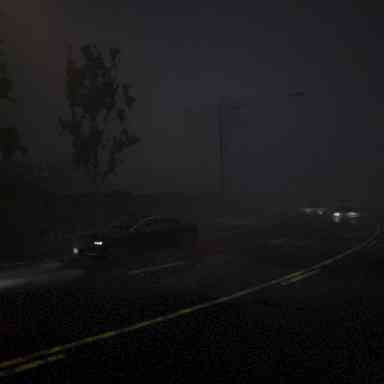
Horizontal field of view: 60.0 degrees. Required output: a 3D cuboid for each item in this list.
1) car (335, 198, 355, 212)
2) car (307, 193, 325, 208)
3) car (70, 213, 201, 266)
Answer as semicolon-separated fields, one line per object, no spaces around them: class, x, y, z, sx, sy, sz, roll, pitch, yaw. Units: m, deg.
car;17.460;1.419;37.996;1.882;1.535;5.008;-1;0;23
car;18.052;1.221;48.351;2.150;2.045;5.566;-1;0;23
car;-1.825;1.536;11.955;4.902;1.511;2.128;0;0;-44
